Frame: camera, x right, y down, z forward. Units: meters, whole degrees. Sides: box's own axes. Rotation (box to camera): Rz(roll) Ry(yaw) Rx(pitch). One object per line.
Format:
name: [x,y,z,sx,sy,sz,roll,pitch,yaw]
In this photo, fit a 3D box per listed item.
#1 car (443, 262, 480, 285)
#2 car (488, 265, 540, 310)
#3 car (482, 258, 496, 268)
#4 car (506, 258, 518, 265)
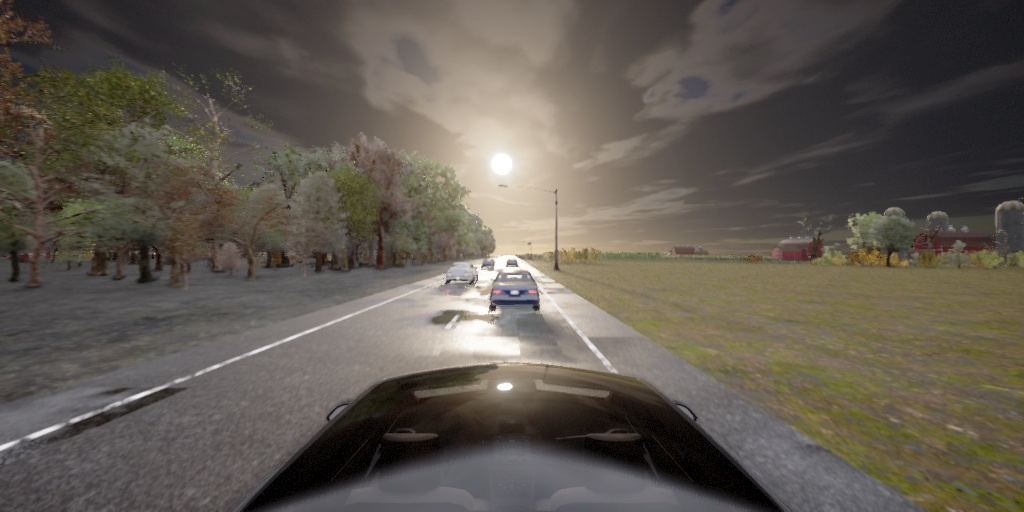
car: [-3.430,1.168,25.015,1.812,1.442,4.674,0,0,0]
car: [0.083,1.244,14.360,2.033,1.411,5.357,0,0,0]
car: [-3.470,1.053,53.534,2.033,1.411,5.357,0,0,0]
car: [0.019,1.042,60.577,1.994,1.385,4.181,0,0,0]
